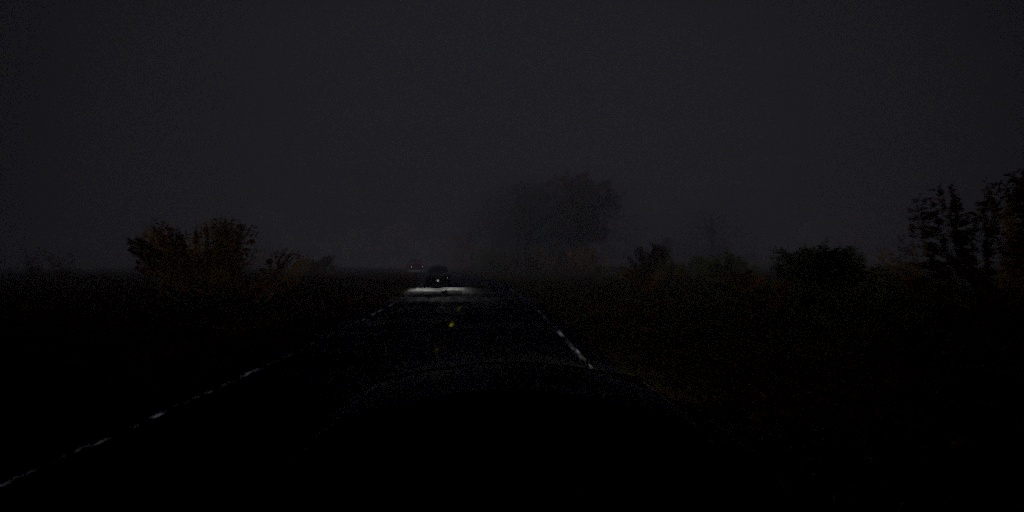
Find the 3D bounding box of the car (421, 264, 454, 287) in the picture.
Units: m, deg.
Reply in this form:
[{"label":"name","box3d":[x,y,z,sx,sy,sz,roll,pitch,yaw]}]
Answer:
[{"label":"car","box3d":[-5.467,1.454,26.726,1.837,1.490,4.892,0,-1,-10]}]
